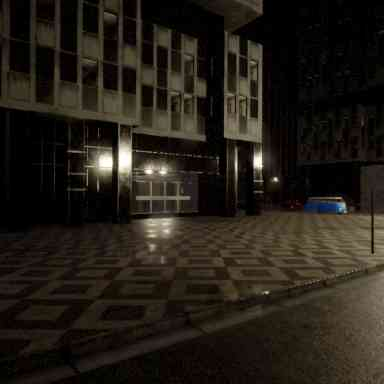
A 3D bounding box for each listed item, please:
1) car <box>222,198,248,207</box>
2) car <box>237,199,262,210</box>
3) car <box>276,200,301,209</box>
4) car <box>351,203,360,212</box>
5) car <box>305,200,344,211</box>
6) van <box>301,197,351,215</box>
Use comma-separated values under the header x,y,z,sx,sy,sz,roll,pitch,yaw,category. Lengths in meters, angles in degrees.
x,y,z,sx,sy,sz,roll,pitch,yaw,category
7.422,1.840,57.643,1.752,1.417,4.829,0,0,-36,car
7.163,1.707,43.350,1.887,1.381,4.507,0,0,-36,car
14.093,1.819,48.315,1.802,1.307,4.206,0,0,-36,car
20.664,1.725,39.125,1.947,1.339,4.313,0,0,-36,car
17.378,1.749,43.720,2.008,1.369,4.403,0,0,-36,car
13.734,1.425,34.161,1.690,1.788,3.998,0,0,-36,van
